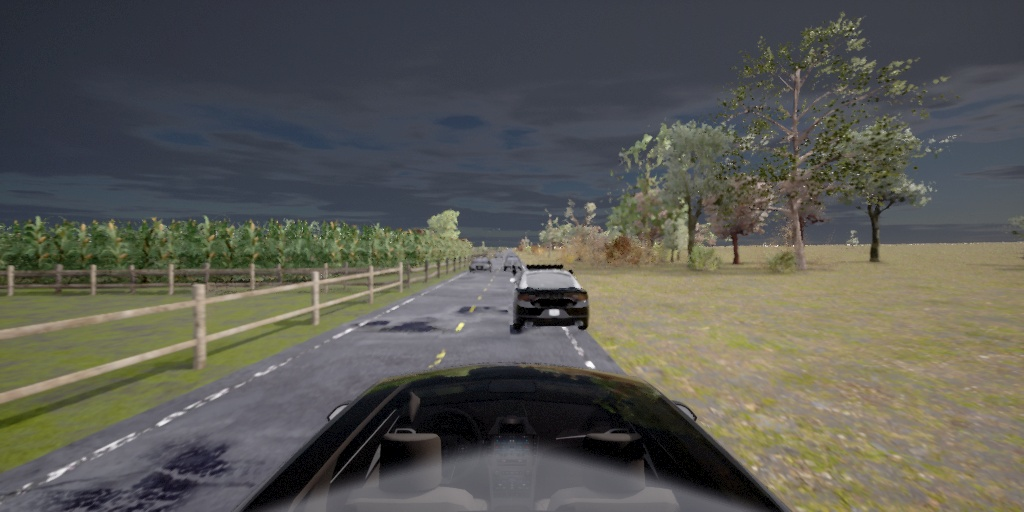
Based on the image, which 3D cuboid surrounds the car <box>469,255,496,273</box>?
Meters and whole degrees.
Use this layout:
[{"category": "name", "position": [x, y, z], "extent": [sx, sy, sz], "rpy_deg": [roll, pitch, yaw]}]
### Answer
[{"category": "car", "position": [-2.828, 0.830, 33.408], "extent": [1.994, 1.385, 4.181], "rpy_deg": [0, 1, 0]}]

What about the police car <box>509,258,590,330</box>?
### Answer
[{"category": "police car", "position": [0.963, 1.041, 10.731], "extent": [1.930, 1.638, 5.238], "rpy_deg": [0, 1, 0]}]

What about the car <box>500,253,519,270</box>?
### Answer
[{"category": "car", "position": [0.079, 0.746, 37.708], "extent": [2.033, 1.411, 5.357], "rpy_deg": [0, 1, 0]}]
